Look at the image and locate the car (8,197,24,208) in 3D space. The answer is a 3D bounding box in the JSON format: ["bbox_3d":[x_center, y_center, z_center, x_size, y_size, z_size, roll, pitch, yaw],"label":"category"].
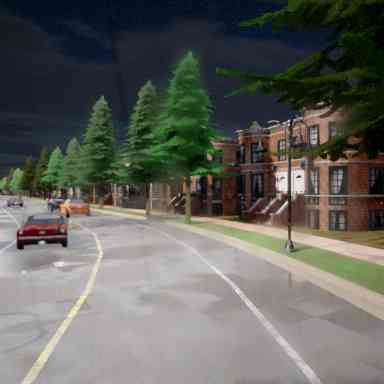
[{"bbox_3d":[-25.982,1.512,49.062,2.128,1.511,4.902,0,0,-31],"label":"car"}]

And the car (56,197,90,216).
[{"bbox_3d":[-11.211,1.365,31.677,2.097,1.767,4.553,0,0,-31],"label":"car"}]

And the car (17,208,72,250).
[{"bbox_3d":[-6.440,1.607,14.652,1.895,1.301,4.718,0,0,-21],"label":"car"}]

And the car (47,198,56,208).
[{"bbox_3d":[-16.258,1.521,40.120,1.837,1.490,4.892,0,0,-31],"label":"car"}]
